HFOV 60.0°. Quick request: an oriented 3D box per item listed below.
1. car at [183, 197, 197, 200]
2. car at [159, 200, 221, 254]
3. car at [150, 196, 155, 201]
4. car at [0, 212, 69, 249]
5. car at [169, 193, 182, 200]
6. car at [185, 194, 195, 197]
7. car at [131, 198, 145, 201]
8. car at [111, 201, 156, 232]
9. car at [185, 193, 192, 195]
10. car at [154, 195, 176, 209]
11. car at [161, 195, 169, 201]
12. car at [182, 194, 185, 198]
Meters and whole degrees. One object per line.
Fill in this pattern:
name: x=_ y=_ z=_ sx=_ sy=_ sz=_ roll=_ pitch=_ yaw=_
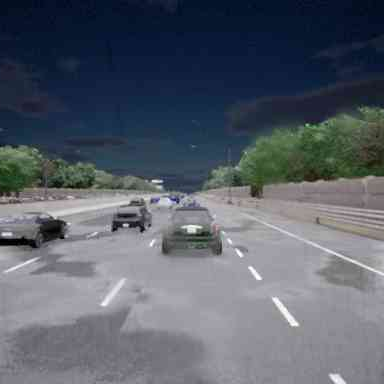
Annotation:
car: x=-0.027 y=1.608 z=41.638 sx=1.895 sy=1.301 sz=4.718 roll=0 pitch=0 yaw=0
car: x=-0.009 y=1.364 z=13.684 sx=2.097 sy=1.767 sz=4.553 roll=0 pitch=0 yaw=0
car: x=-7.041 y=1.489 z=65.033 sx=1.882 sy=1.535 sz=5.008 roll=0 pitch=0 yaw=0
car: x=-7.008 y=1.576 z=14.630 sx=1.994 sy=1.385 sz=4.181 roll=0 pitch=0 yaw=0
car: x=-3.542 y=1.233 z=65.084 sx=2.150 sy=2.045 sz=5.566 roll=0 pitch=0 yaw=0
car: x=-0.044 y=1.613 z=65.024 sx=1.895 sy=1.301 sz=4.718 roll=0 pitch=0 yaw=0
car: x=-7.029 y=1.513 z=43.431 sx=1.837 sy=1.490 sz=4.892 roll=0 pitch=0 yaw=0
car: x=-3.513 y=1.520 z=20.045 sx=1.837 sy=1.490 sz=4.892 roll=0 pitch=0 yaw=0
car: x=-0.053 y=1.549 z=83.179 sx=2.128 sy=1.511 sz=4.902 roll=0 pitch=0 yaw=0
car: x=-3.527 y=1.532 z=44.326 sx=1.812 sy=1.442 sz=4.674 roll=0 pitch=0 yaw=0
car: x=-7.056 y=1.526 z=87.184 sx=1.837 sy=1.490 sz=4.892 roll=0 pitch=0 yaw=0
car: x=-3.554 y=1.620 z=85.197 sx=1.895 sy=1.301 sz=4.718 roll=0 pitch=0 yaw=0
